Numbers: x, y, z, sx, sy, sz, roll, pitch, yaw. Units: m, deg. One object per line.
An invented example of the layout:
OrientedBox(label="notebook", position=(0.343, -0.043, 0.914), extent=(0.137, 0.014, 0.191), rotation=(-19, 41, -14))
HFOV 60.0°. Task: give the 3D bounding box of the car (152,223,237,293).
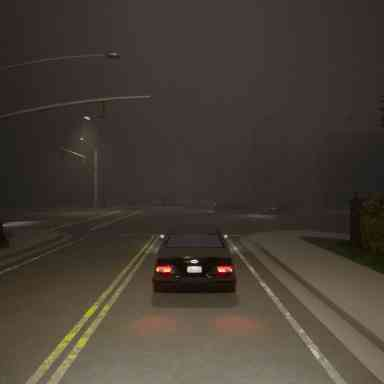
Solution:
OrientedBox(label="car", position=(0.053, 1.547, 8.959), extent=(2.033, 1.411, 5.357), rotation=(0, 0, 0))

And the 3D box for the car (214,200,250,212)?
OrientedBox(label="car", position=(4.590, 1.565, 38.718), extent=(4.181, 1.385, 1.994), rotation=(0, 0, -1))

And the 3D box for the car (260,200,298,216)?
OrientedBox(label="car", position=(8.694, 1.525, 32.952), extent=(4.674, 1.442, 1.812), rotation=(0, -1, -41))

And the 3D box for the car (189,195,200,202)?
OrientedBox(label="car", position=(0.552, 1.527, 78.989), extent=(2.033, 1.411, 5.357), rotation=(0, 0, 12))

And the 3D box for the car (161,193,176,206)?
OrientedBox(label="car", position=(-3.721, 1.221, 53.992), extent=(2.150, 2.045, 5.566), rotation=(0, 0, 0))
